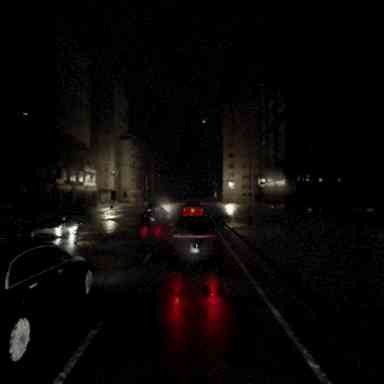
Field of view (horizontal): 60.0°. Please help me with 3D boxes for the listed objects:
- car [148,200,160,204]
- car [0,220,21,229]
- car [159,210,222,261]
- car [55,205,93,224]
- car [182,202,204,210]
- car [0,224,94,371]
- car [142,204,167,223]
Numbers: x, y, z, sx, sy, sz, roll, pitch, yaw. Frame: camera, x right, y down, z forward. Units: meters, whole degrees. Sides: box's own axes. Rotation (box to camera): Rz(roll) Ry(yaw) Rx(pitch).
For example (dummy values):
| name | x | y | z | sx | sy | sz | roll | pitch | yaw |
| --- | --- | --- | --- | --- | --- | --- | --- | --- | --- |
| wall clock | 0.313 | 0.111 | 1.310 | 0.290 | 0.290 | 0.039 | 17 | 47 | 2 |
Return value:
| name | x | y | z | sx | sy | sz | roll | pitch | yaw |
| --- | --- | --- | --- | --- | --- | --- | --- | --- | --- |
| car | -6.508 | 2.147 | 56.721 | 2.128 | 1.511 | 4.902 | 0 | 0 | 1 |
| car | -6.605 | 1.641 | 10.098 | 1.837 | 1.490 | 4.892 | 0 | 0 | 0 |
| car | 0.089 | 1.665 | 12.957 | 2.128 | 1.511 | 4.902 | 0 | -1 | 0 |
| car | -9.866 | 1.846 | 28.109 | 2.128 | 1.511 | 4.902 | 0 | -1 | 0 |
| car | 0.077 | 1.758 | 32.769 | 2.097 | 1.767 | 4.553 | 0 | -1 | 0 |
| car | -3.168 | 1.588 | 5.782 | 1.837 | 1.490 | 4.892 | 0 | 0 | 0 |
| car | -3.171 | 1.967 | 29.210 | 1.895 | 1.301 | 4.718 | 0 | -1 | 0 |
